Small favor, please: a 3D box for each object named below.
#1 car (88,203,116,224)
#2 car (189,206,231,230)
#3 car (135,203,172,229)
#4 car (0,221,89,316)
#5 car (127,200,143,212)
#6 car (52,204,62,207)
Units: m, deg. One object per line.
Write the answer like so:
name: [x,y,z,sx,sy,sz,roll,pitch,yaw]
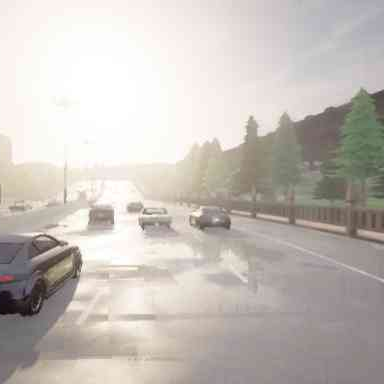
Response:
car: [-7.090,1.576,26.296,1.882,1.535,5.008,0,0,-13]
car: [1.068,1.620,21.696,1.994,1.385,4.181,0,0,-11]
car: [-2.591,1.672,22.308,1.895,1.301,4.718,0,0,-12]
car: [-3.901,1.600,7.501,1.994,1.385,4.181,0,0,-4]
car: [-6.919,1.701,40.679,1.994,1.385,4.181,0,0,-14]
car: [-19.814,1.770,48.667,1.994,1.385,4.181,0,0,-13]
